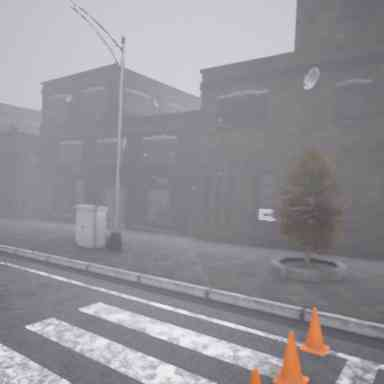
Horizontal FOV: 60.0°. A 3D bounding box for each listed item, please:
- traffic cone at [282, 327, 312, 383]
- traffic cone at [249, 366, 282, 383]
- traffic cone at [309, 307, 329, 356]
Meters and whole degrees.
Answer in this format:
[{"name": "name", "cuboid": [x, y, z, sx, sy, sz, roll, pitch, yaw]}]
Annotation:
[{"name": "traffic cone", "cuboid": [1.175, 1.950, 3.954, 0.340, 0.580, 0.340, 1, 0, 35]}, {"name": "traffic cone", "cuboid": [0.594, 1.948, 3.142, 0.340, 0.580, 0.340, 1, 0, 35]}, {"name": "traffic cone", "cuboid": [1.756, 1.952, 4.768, 0.340, 0.580, 0.340, 1, 0, 36]}]
